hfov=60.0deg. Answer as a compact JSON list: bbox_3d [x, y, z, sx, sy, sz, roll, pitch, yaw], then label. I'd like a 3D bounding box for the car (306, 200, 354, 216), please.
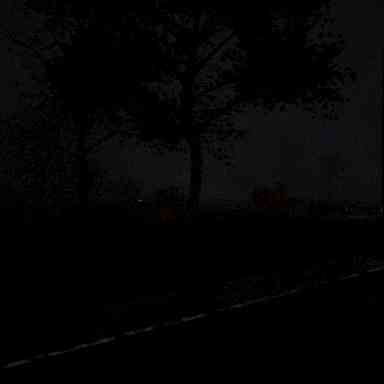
[{"bbox_3d":[14.273,1.601,34.682,1.837,1.490,4.892,0,1,-35],"label":"car"}]
